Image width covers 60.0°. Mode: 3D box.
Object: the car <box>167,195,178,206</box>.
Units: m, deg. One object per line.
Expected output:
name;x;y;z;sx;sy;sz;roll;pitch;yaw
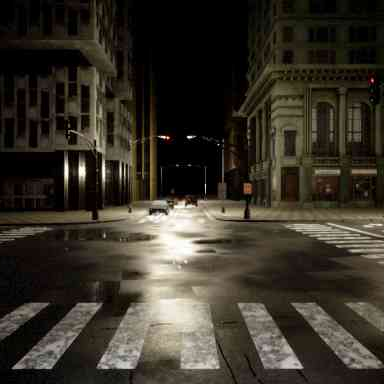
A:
car;-3.278;1.458;43.480;2.128;1.511;4.902;0;0;0

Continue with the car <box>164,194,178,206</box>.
car;-3.344;1.300;53.773;2.097;1.767;4.553;0;0;0

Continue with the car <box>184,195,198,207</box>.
car;-0.141;1.457;51.530;1.837;1.490;4.892;0;0;0

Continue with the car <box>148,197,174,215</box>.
car;-3.204;1.529;33.565;2.033;1.411;5.357;0;0;0

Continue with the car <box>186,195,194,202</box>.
car;-0.400;1.425;73.662;1.812;1.442;4.674;0;0;0
